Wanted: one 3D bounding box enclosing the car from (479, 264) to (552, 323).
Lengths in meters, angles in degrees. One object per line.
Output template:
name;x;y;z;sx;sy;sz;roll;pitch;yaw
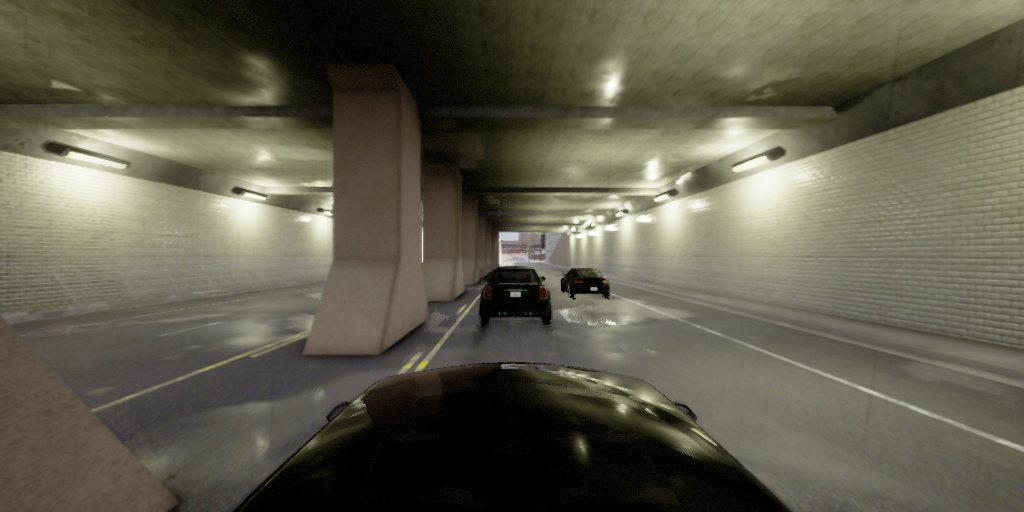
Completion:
car;0.099;1.103;12.190;2.097;1.767;4.553;0;0;0

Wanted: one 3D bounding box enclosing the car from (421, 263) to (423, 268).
car;-7.102;1.229;26.739;1.882;1.535;5.008;0;0;0

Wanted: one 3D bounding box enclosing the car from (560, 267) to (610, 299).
car;3.584;1.276;18.012;1.812;1.442;4.674;0;0;0
